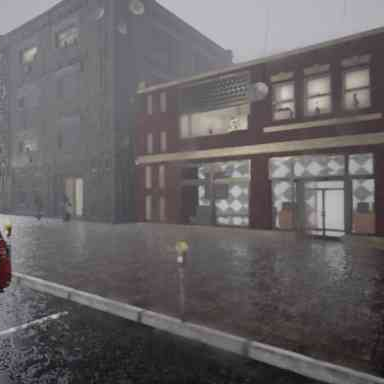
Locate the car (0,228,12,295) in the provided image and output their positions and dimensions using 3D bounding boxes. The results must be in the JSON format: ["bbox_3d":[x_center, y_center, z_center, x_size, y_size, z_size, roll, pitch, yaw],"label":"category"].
[{"bbox_3d":[-5.759,1.269,6.999,5.009,1.841,2.192,0,-1,35],"label":"car"}]
